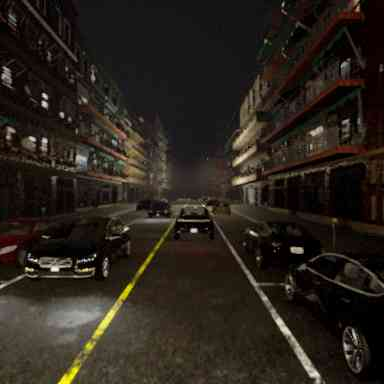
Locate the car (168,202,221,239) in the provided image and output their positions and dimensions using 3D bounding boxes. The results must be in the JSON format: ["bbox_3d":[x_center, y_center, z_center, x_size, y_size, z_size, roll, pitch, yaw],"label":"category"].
[{"bbox_3d":[0.117,1.493,17.187,2.128,1.511,4.902,0,0,0],"label":"car"}]

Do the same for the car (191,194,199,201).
[{"bbox_3d":[0.673,1.442,88.595,2.097,1.767,4.553,0,0,0],"label":"car"}]

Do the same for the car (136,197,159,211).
[{"bbox_3d":[-5.395,1.535,39.344,1.947,1.339,4.313,1,0,0],"label":"car"}]

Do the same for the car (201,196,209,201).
[{"bbox_3d":[3.380,1.671,90.257,2.008,1.369,4.403,1,0,0],"label":"car"}]

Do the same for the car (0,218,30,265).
[{"bbox_3d":[-5.662,1.538,11.024,1.802,1.307,4.206,1,0,0],"label":"car"}]

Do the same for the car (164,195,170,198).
[{"bbox_3d":[-5.263,1.555,56.335,1.947,1.339,4.313,1,0,0],"label":"car"}]

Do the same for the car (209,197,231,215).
[{"bbox_3d":[2.943,1.554,33.783,1.752,1.417,4.829,1,0,0],"label":"car"}]

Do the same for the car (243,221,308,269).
[{"bbox_3d":[2.811,1.586,10.957,1.947,1.339,4.313,1,0,0],"label":"car"}]

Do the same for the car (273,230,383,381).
[{"bbox_3d":[2.829,1.586,5.293,1.947,1.339,4.313,1,0,0],"label":"car"}]

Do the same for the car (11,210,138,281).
[{"bbox_3d":[-3.037,1.481,9.862,1.837,1.490,4.892,0,0,1],"label":"car"}]

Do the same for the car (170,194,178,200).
[{"bbox_3d":[-5.043,1.588,84.658,1.887,1.381,4.507,1,0,0],"label":"car"}]

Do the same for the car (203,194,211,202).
[{"bbox_3d":[3.074,1.485,50.606,1.967,1.590,4.097,1,0,0],"label":"car"}]

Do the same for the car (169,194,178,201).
[{"bbox_3d":[-4.996,1.372,90.323,2.192,1.841,5.009,1,0,0],"label":"car"}]

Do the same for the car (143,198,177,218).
[{"bbox_3d":[-2.793,1.531,30.290,2.033,1.411,5.357,0,0,1],"label":"car"}]

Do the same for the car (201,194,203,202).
[{"bbox_3d":[3.292,1.645,78.927,2.008,1.369,4.403,1,0,0],"label":"car"}]
